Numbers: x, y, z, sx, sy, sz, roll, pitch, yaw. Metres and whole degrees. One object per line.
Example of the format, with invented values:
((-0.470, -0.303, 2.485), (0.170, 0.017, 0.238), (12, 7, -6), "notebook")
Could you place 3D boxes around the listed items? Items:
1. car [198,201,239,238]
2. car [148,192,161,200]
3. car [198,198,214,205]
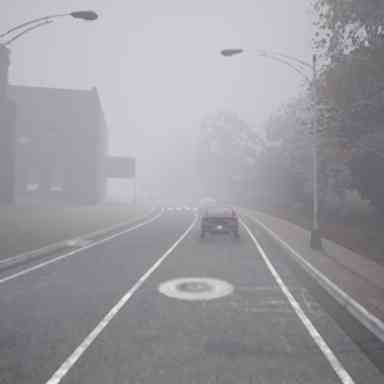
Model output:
((1.494, 1.490, 17.963), (1.882, 1.535, 5.008), (0, 0, 5), "car")
((-7.173, 0.723, 63.435), (2.128, 1.511, 4.902), (1, 2, -19), "car")
((1.780, 1.399, 39.115), (1.812, 1.442, 4.674), (1, 1, -4), "car")
